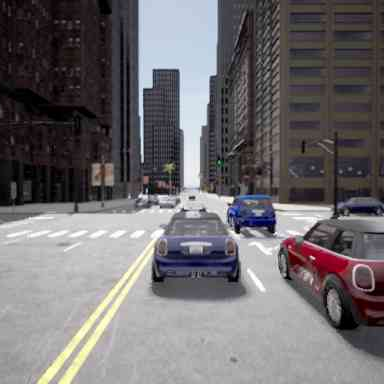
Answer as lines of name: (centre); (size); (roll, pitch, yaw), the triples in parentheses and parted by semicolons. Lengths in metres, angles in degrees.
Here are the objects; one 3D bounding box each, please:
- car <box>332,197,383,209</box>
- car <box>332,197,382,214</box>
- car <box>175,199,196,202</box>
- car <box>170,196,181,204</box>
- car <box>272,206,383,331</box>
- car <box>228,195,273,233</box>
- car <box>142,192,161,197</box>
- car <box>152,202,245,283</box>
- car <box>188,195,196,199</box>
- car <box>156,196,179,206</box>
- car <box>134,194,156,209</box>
car: (15.353, 1.274, 31.105); (4.553, 1.767, 2.097); (0, 1, -1)
car: (16.679, 1.320, 33.806); (4.097, 1.590, 1.967); (0, 1, 0)
car: (0.099, 1.470, 22.786); (2.128, 1.511, 4.902); (0, 0, 0)
car: (-3.250, 1.512, 64.989); (1.994, 1.385, 4.181); (0, 0, 0)
car: (3.347, 1.345, 7.032); (2.097, 1.767, 4.553); (0, 0, 0)
car: (3.339, 1.204, 19.441); (2.150, 2.045, 5.566); (0, 0, 0)
car: (-6.572, 1.305, 54.348); (2.097, 1.767, 4.553); (0, 0, 0)
car: (0.098, 1.342, 9.759); (2.097, 1.767, 4.553); (0, 0, 0)
car: (0.000, 1.442, 86.465); (1.837, 1.490, 4.892); (0, 0, 0)
car: (-3.345, 1.559, 45.760); (1.895, 1.301, 4.718); (0, 0, 3)
car: (-6.595, 1.450, 45.112); (2.128, 1.511, 4.902); (0, 0, 0)
